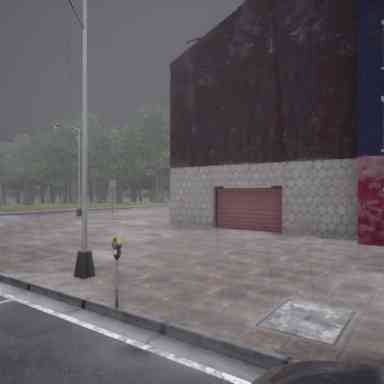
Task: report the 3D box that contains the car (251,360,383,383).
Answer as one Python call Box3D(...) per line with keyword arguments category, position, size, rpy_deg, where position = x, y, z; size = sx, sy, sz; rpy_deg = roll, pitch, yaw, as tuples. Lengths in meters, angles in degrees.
Box3D(category="car", position=(2.105, 1.551, 1.305), size=(4.403, 1.369, 2.008), rpy_deg=(0, 0, 36))
